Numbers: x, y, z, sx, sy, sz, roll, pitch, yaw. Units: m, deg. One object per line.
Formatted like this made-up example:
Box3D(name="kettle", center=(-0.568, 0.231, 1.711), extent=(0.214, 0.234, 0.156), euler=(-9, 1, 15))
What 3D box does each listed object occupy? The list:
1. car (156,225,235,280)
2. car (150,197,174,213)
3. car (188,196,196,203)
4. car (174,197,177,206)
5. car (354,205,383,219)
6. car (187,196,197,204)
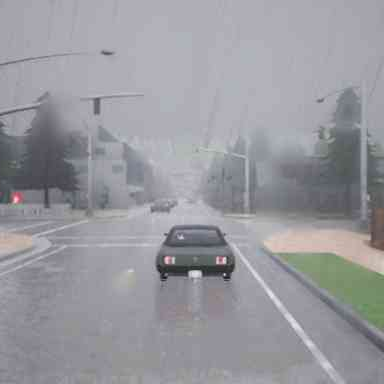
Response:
Box3D(name="car", center=(0.093, 1.625, 9.976), extent=(1.895, 1.301, 4.718), euler=(0, 0, 0))
Box3D(name="car", center=(-3.589, 1.446, 38.797), extent=(2.097, 1.767, 4.553), euler=(0, 0, 0))
Box3D(name="car", center=(0.020, 1.667, 78.279), extent=(1.882, 1.535, 5.008), euler=(0, 0, 0))
Box3D(name="car", center=(-3.582, 1.644, 49.031), extent=(1.812, 1.442, 4.674), euler=(0, 0, 0))
Box3D(name="car", center=(15.305, 1.645, 26.074), extent=(4.718, 1.301, 1.895), euler=(0, 0, -8))
Box3D(name="car", center=(0.020, 1.765, 68.243), extent=(1.895, 1.301, 4.718), euler=(0, 0, 0))
